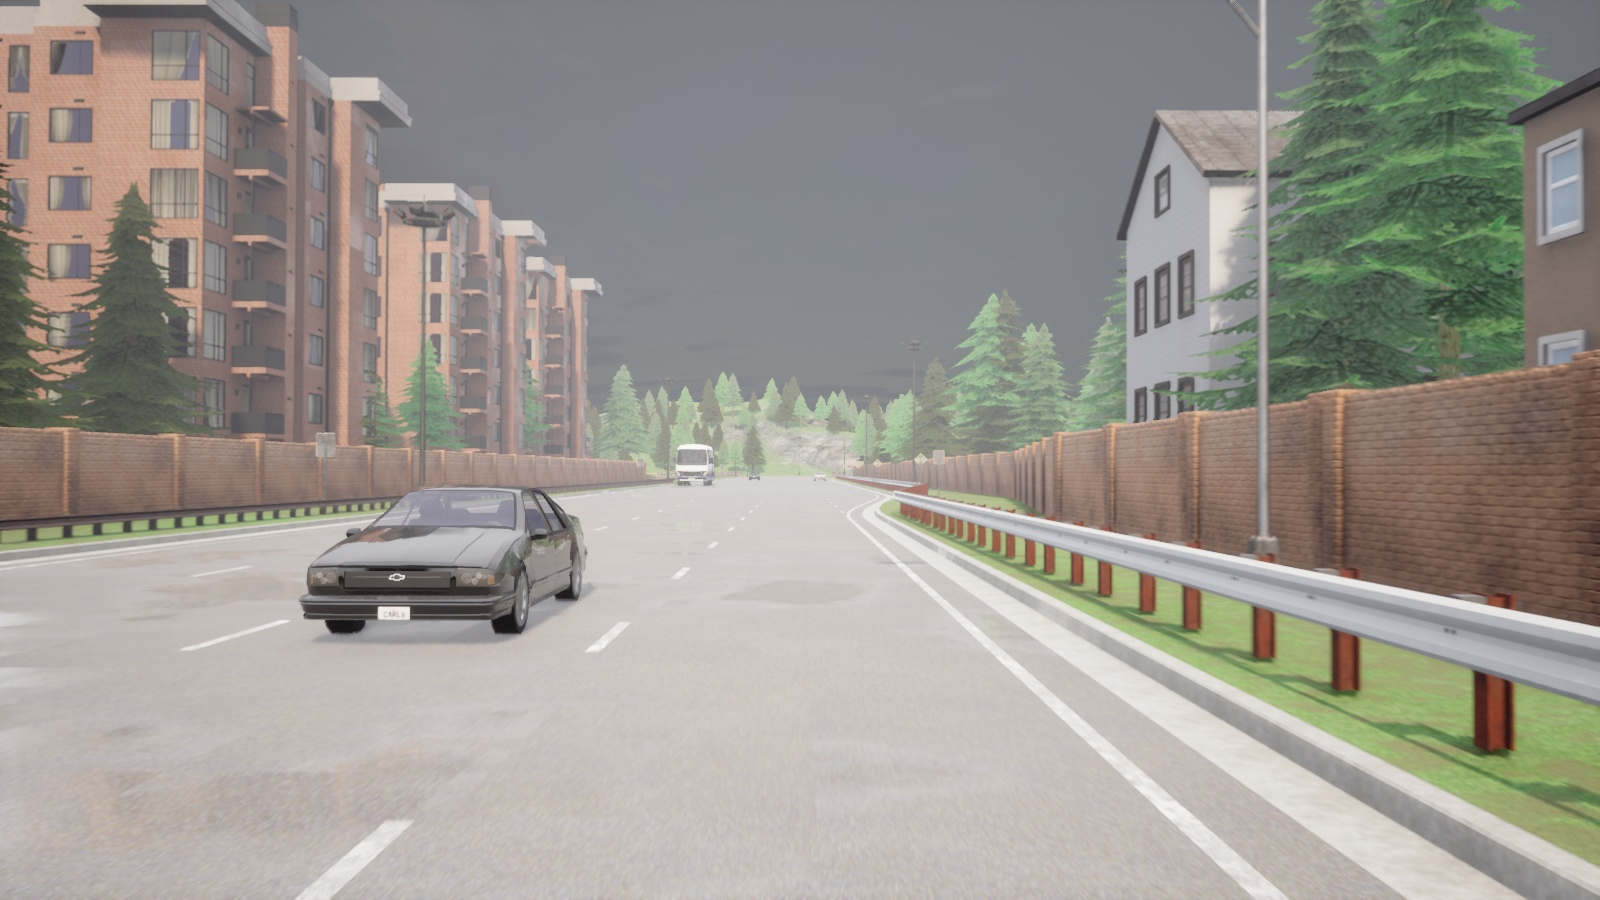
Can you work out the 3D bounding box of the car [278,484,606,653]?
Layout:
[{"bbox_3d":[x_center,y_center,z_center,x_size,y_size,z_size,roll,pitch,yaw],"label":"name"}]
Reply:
[{"bbox_3d":[-3.533,1.104,13.614,2.033,1.411,5.357,0,-1,0],"label":"car"}]
